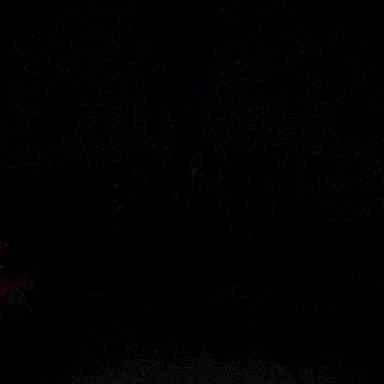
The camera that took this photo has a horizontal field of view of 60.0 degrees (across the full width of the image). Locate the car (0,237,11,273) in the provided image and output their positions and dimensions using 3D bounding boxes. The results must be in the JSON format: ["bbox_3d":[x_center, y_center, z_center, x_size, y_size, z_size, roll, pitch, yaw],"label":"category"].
[{"bbox_3d":[-7.609,1.791,10.681,5.008,1.535,1.882,-2,0,41],"label":"car"}]
